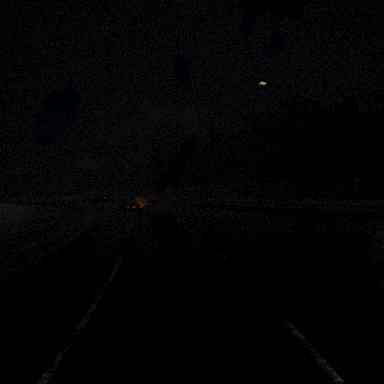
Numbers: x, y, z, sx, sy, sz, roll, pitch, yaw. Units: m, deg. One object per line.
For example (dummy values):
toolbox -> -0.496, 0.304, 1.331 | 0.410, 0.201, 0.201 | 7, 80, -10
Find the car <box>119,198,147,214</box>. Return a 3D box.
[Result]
car -> -6.686, 1.606, 35.897 | 2.033, 1.411, 5.357 | -1, 0, -20

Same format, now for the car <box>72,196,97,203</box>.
car -> -22.270, 1.746, 68.892 | 2.128, 1.511, 4.902 | -1, 0, -43

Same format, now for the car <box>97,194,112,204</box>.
car -> -19.108, 1.408, 70.586 | 2.150, 2.045, 5.566 | -1, 0, -43

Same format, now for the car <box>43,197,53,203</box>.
car -> -36.024, 1.968, 82.197 | 4.718, 1.301, 1.895 | -1, 0, 38

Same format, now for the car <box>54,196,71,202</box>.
car -> -32.697, 1.811, 83.977 | 5.008, 1.535, 1.882 | -1, 0, 38

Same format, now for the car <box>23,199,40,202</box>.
car -> -38.948, 2.002, 80.060 | 4.718, 1.301, 1.895 | -1, 0, 38

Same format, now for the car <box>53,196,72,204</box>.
car -> -26.019, 1.860, 67.849 | 1.895, 1.301, 4.718 | -1, 0, -43

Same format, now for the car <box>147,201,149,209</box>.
car -> -7.578, 1.540, 46.697 | 1.882, 1.535, 5.008 | 0, 0, -26
